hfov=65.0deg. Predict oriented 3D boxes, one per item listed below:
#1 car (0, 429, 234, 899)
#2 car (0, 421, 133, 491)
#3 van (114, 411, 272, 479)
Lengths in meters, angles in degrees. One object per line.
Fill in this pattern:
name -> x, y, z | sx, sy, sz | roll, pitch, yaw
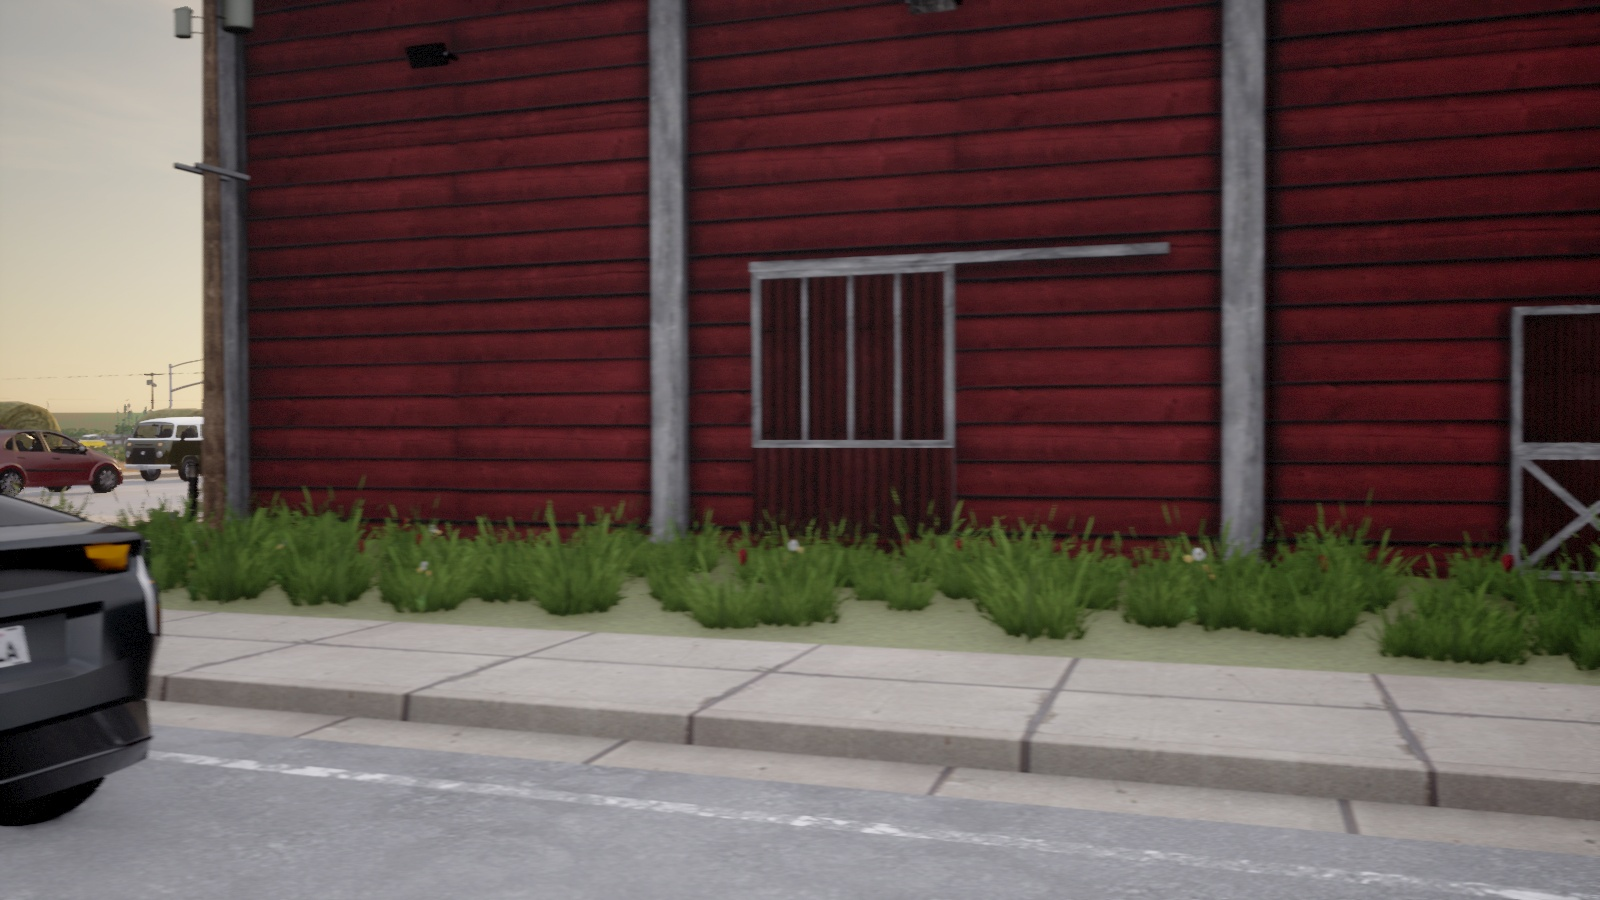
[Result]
car -> -4.728, 0.678, 4.784 | 4.514, 1.525, 2.007 | 0, 1, 18
car -> -18.742, 0.122, 30.850 | 1.851, 1.617, 3.988 | 0, 0, 18
van -> -19.400, -0.196, 40.364 | 2.069, 2.038, 4.480 | 1, 1, 18
